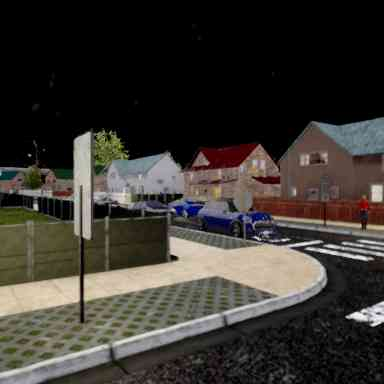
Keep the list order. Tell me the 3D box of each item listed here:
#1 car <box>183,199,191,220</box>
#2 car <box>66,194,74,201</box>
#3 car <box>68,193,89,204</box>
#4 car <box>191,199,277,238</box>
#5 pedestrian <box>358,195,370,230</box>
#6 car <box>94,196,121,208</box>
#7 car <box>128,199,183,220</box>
[{"bbox_3d":[-0.515,1.259,26.372,1.882,1.535,5.008,0,1,-34],"label":"car"},{"bbox_3d":[-14.417,1.135,41.657,1.994,1.385,4.181,0,1,-34],"label":"car"},{"bbox_3d":[-17.739,0.934,51.752,1.882,1.535,5.008,0,1,-34],"label":"car"},{"bbox_3d":[2.173,1.233,16.973,2.097,1.767,4.553,0,1,-32],"label":"car"},{"bbox_3d":[9.017,1.047,17.460,0.375,1.860,0.375,1,0,-34],"label":"pedestrian"},{"bbox_3d":[-8.645,1.172,33.090,2.128,1.511,4.902,0,1,-34],"label":"car"},{"bbox_3d":[-3.123,1.331,24.927,2.033,1.411,5.357,0,1,-34],"label":"car"}]
